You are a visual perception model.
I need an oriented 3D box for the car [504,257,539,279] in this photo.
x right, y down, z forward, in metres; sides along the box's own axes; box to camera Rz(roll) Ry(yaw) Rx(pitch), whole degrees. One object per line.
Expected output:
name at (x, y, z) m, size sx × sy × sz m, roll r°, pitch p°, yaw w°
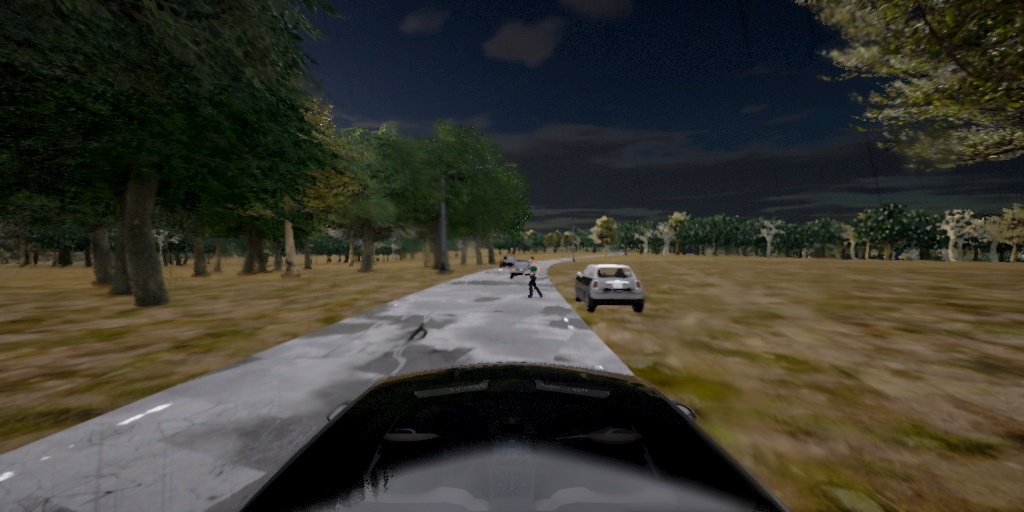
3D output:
car at (0.898, 1.021, 28.612) m, size 2.033 × 1.411 × 5.357 m, roll 0°, pitch 0°, yaw 5°

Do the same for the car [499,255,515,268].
car at (-0.394, 0.713, 47.028) m, size 2.097 × 1.767 × 4.553 m, roll 0°, pitch 0°, yaw 7°

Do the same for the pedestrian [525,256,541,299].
pedestrian at (0.884, 0.891, 15.082) m, size 0.375 × 1.860 × 0.375 m, roll -1°, pitch 2°, yaw -13°

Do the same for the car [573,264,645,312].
car at (3.413, 1.032, 13.244) m, size 1.970 × 1.475 × 3.806 m, roll 0°, pitch 1°, yaw 2°
